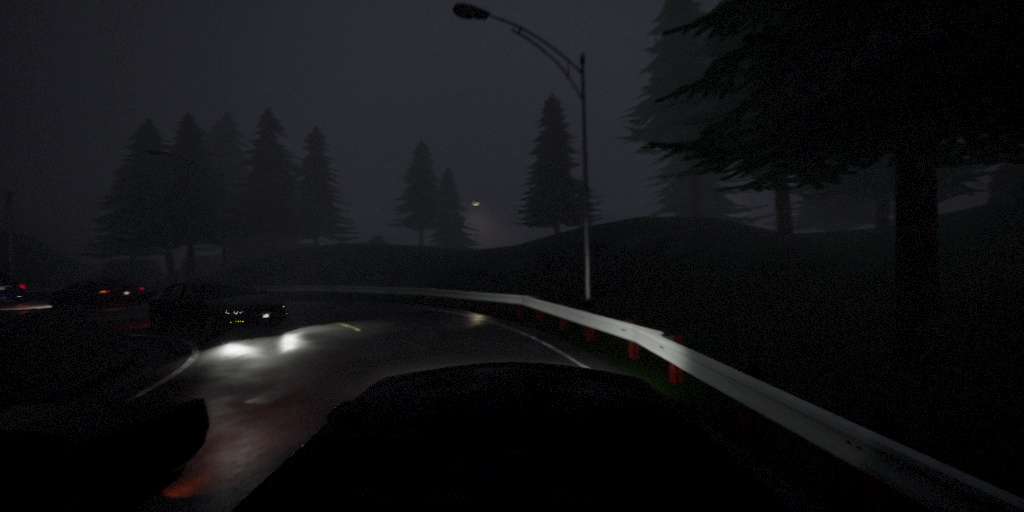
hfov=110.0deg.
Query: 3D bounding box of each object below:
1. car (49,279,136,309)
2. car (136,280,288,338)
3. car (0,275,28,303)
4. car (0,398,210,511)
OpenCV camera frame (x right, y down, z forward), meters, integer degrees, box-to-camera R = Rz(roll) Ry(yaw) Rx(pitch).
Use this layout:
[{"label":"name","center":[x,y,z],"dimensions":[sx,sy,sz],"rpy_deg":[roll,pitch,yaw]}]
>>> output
[{"label":"car","center":[-21.205,1.876,18.399],"dimensions":[4.181,1.385,1.994],"rpy_deg":[-1,0,14]},{"label":"car","center":[-9.107,1.499,11.071],"dimensions":[4.892,1.490,1.837],"rpy_deg":[-2,0,25]},{"label":"car","center":[-30.930,1.915,20.796],"dimensions":[4.553,1.767,2.097],"rpy_deg":[-1,0,14]},{"label":"car","center":[-3.589,1.444,0.823],"dimensions":[1.895,1.301,4.718],"rpy_deg":[-1,0,2]}]
